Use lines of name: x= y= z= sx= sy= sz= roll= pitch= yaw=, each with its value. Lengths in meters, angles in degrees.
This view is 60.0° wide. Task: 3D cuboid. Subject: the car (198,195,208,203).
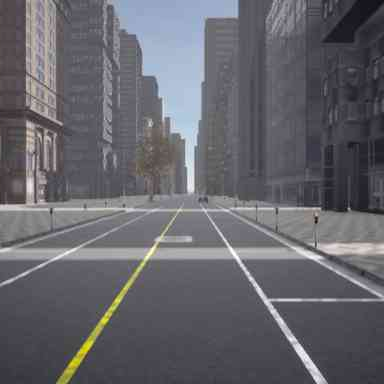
car: x=2.360 y=1.462 z=70.077 sx=1.882 sy=1.535 sz=5.008 roll=0 pitch=0 yaw=0
